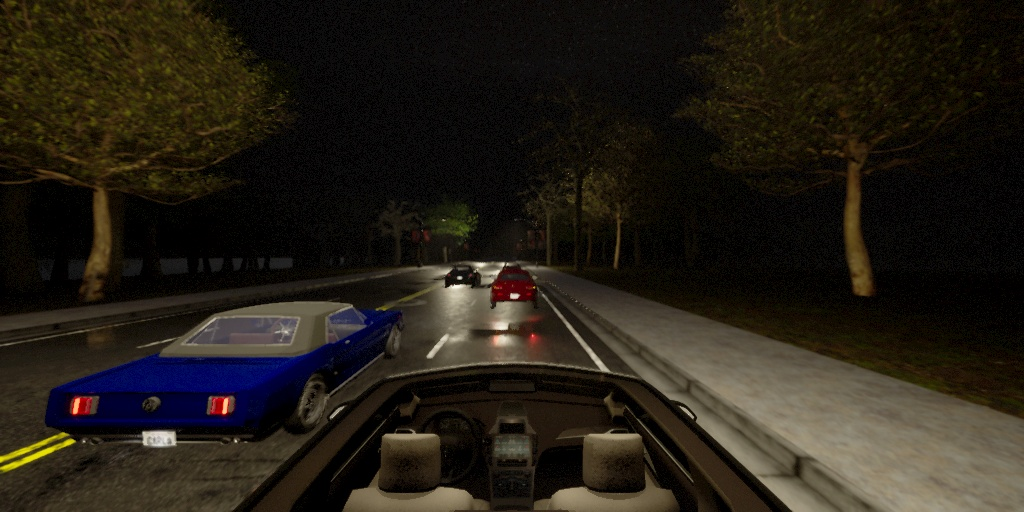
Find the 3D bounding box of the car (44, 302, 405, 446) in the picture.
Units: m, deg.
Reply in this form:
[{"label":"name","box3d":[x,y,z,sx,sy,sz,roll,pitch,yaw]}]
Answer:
[{"label":"car","box3d":[-3.153,1.349,5.430,1.895,1.301,4.718,0,0,0]}]

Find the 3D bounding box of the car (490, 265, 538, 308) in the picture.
[{"label":"car","box3d":[0.081,1.269,15.107,1.812,1.442,4.674,0,0,0]}]

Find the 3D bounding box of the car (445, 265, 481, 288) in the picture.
[{"label":"car","box3d":[-3.200,1.305,23.877,1.994,1.385,4.181,0,0,0]}]

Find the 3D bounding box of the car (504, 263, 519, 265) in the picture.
[{"label":"car","box3d":[-0.022,1.341,37.247,1.895,1.301,4.718,0,0,0]}]
